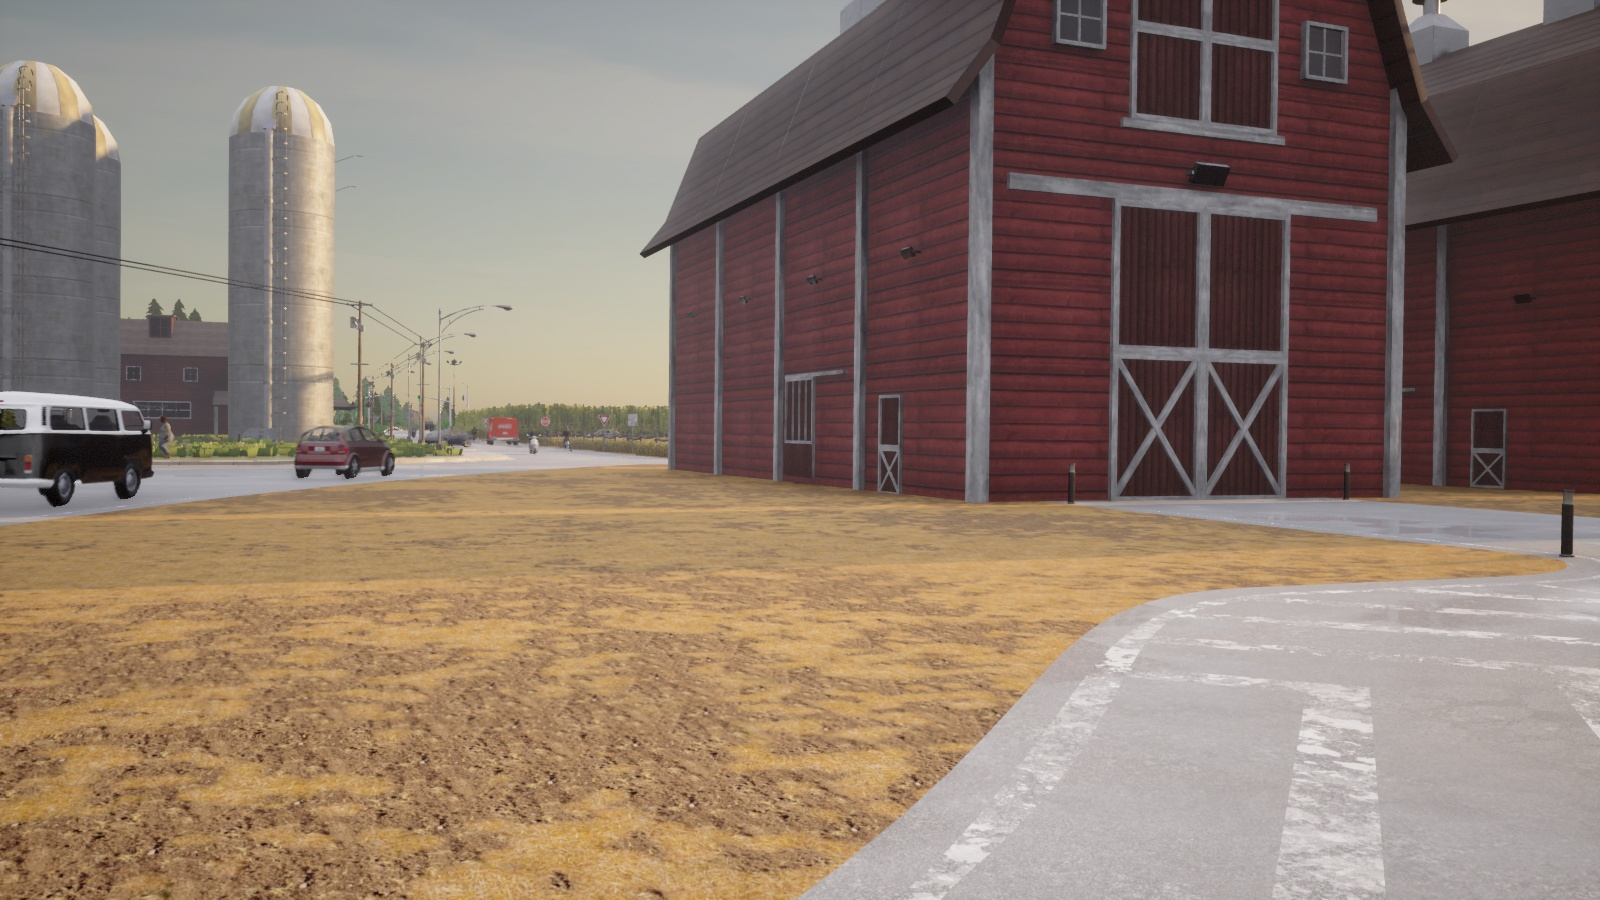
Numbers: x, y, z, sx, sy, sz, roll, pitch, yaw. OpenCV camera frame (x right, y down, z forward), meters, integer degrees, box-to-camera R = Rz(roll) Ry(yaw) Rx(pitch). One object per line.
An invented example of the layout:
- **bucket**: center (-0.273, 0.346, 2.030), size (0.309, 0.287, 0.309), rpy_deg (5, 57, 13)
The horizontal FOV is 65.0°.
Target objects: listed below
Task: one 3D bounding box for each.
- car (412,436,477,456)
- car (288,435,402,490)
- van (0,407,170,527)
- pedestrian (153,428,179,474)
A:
- **car**: center (-26.731, -0.312, 94.595), size (2.163, 1.488, 4.792), rpy_deg (0, 1, 22)
- **car**: center (-13.564, 0.344, 37.638), size (1.789, 1.549, 3.705), rpy_deg (-1, 1, 5)
- **van**: center (-14.026, 0.270, 23.748), size (2.069, 2.038, 4.480), rpy_deg (-1, 1, -2)
- **pedestrian**: center (-26.272, 0.029, 52.005), size (0.900, 1.855, 0.874), rpy_deg (-1, 1, -29)
